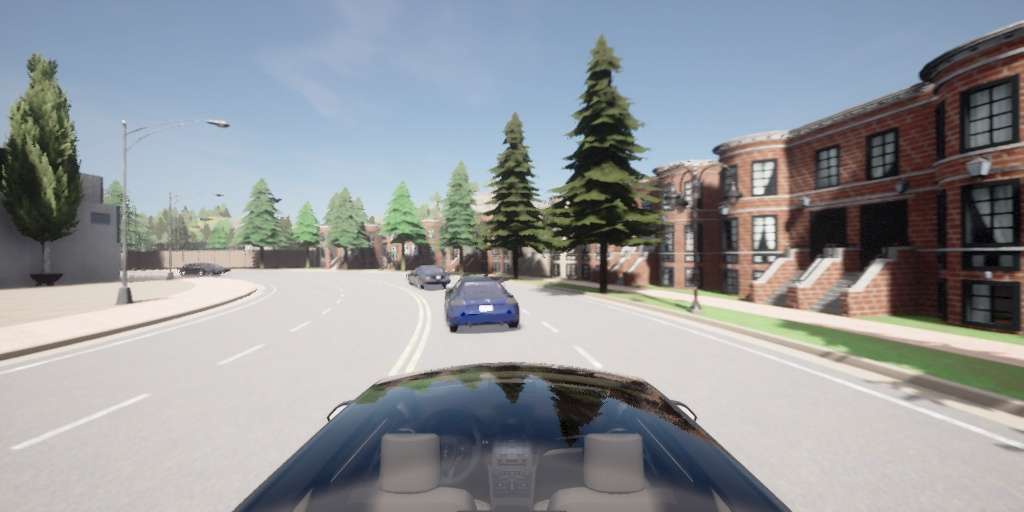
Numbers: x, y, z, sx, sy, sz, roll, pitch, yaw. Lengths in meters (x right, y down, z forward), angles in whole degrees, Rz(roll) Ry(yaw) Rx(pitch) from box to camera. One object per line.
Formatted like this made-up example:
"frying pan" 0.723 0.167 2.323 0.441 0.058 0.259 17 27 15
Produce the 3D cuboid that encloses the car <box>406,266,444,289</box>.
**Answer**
"car" -5.617 1.344 23.857 2.033 1.411 5.357 0 0 -28

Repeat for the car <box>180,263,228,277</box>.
"car" -34.225 1.496 39.495 4.892 1.490 1.837 -1 -1 19

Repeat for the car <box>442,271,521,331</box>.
"car" -1.061 1.324 11.172 1.994 1.385 4.181 0 0 -12

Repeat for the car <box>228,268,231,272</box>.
"car" -37.417 1.559 44.113 5.357 1.411 2.033 0 0 14
